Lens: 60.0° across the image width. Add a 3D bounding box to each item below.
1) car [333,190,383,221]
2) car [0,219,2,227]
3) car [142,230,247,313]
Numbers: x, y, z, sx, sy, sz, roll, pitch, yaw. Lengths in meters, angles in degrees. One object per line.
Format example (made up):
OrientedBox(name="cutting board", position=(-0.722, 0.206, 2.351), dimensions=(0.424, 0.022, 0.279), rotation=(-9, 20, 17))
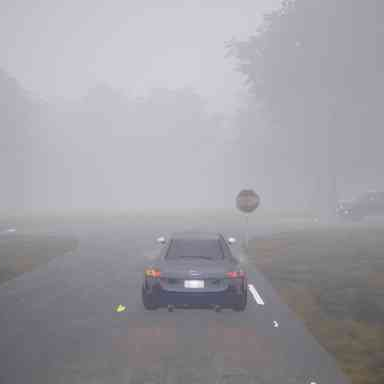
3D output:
OrientedBox(name="car", position=(13.199, 0.923, 24.044), dimensions=(5.566, 2.045, 2.150), rotation=(-1, 1, -1))
OrientedBox(name="car", position=(-14.727, 1.638, 21.178), dimensions=(4.553, 1.767, 2.097), rotation=(-1, 1, 1))
OrientedBox(name="car", position=(0.097, 1.563, 7.764), dimensions=(1.994, 1.385, 4.181), rotation=(0, 0, 2))
